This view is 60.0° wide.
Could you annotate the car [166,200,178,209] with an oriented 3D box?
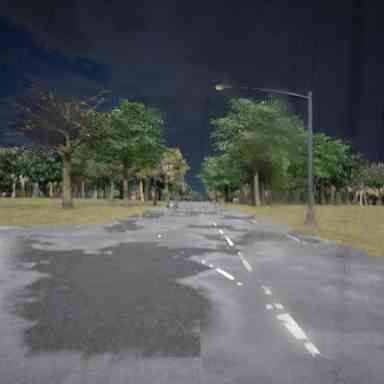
[{"bbox_3d":[-3.477,2.179,58.268,2.128,1.511,4.902,0,-1,0],"label":"car"}]
